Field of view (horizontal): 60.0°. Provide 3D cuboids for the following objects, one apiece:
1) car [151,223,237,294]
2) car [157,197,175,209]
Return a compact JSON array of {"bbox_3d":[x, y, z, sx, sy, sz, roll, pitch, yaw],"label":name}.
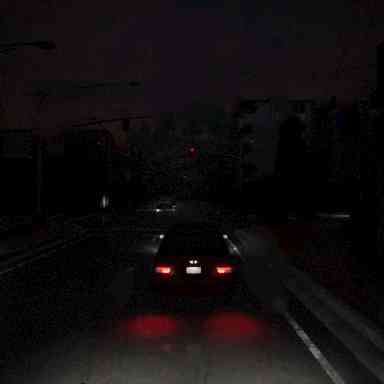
[{"bbox_3d":[0.038,1.547,8.901,2.033,1.411,5.357,0,0,0],"label":"car"},{"bbox_3d":[-3.712,1.526,46.013,1.812,1.442,4.674,0,0,0],"label":"car"}]
